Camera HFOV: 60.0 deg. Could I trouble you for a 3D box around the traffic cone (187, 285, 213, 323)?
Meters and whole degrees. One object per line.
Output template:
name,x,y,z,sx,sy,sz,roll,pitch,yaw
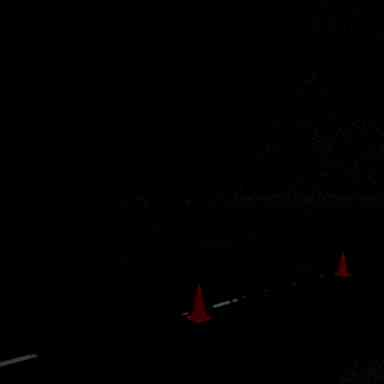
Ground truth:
traffic cone,0.134,1.933,5.858,0.340,0.580,0.340,0,0,-37

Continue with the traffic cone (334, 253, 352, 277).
traffic cone,4.029,1.918,8.873,0.340,0.580,0.340,0,0,-39
